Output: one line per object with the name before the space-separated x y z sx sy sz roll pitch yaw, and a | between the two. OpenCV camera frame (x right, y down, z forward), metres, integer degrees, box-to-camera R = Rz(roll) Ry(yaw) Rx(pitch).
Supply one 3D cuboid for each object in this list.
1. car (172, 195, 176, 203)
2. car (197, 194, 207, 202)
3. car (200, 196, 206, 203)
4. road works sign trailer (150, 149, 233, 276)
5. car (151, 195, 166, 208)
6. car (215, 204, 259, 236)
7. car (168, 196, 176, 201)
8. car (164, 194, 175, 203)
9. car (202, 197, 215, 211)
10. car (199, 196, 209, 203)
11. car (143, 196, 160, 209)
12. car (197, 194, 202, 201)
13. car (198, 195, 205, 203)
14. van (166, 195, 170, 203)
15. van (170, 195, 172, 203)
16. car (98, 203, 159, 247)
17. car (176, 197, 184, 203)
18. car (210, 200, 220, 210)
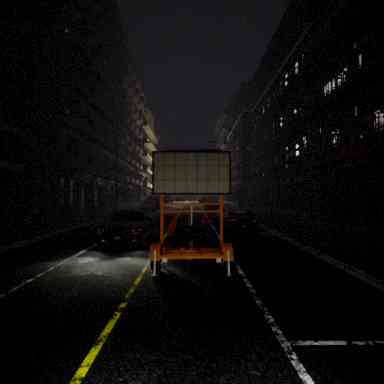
car | -5.309 1.501 74.014 2.192 1.841 5.009 1 0 0
car | 2.534 1.551 85.017 2.192 1.841 5.009 1 0 0
car | 2.572 1.634 46.301 2.008 1.369 4.403 1 0 0
road works sign trailer | -0.012 0.473 10.318 2.380 3.560 2.880 0 0 0
car | -5.301 1.399 46.363 2.192 1.841 5.009 2 0 0
car | 2.580 1.565 18.647 1.887 1.381 4.507 1 0 0
car | -5.320 1.830 90.605 1.947 1.339 4.313 1 0 0
car | -5.310 1.525 79.544 2.192 1.841 5.009 1 0 0
car | 2.574 1.614 40.769 1.887 1.381 4.507 1 0 0
car | 2.576 1.626 73.955 1.967 1.590 4.097 1 0 0
car | -5.305 1.594 40.660 1.752 1.417 4.829 2 0 0
car | 2.567 1.706 68.423 1.887 1.381 4.507 1 0 0
car | 2.569 1.684 62.893 1.887 1.381 4.507 1 0 0
van | -5.305 1.459 57.421 1.690 1.788 3.998 2 0 0
van | -5.307 1.481 62.953 1.690 1.788 3.998 1 0 0
car | -2.853 1.492 15.231 1.882 1.535 5.008 0 0 0
car | -2.768 1.794 75.838 1.895 1.301 4.718 0 0 0
car | 2.579 1.555 24.349 1.752 1.417 4.829 1 0 0
